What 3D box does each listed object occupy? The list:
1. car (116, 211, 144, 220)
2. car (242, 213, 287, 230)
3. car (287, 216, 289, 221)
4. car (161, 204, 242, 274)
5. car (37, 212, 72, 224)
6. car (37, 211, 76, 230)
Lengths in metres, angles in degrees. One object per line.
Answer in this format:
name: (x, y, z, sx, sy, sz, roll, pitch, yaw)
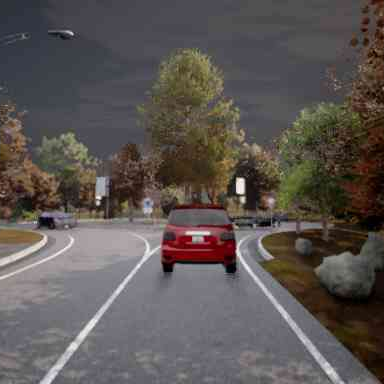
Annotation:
car: (-10.959, 4.096, 58.639, 4.902, 1.511, 2.128, 1, -4, -26)
car: (6.218, 2.704, 31.123, 4.902, 1.511, 2.128, 2, -4, -36)
car: (12.455, 3.863, 50.434, 2.033, 1.411, 5.357, 1, -4, -23)
car: (0.299, 1.418, 11.393, 2.150, 2.045, 5.566, 0, -2, 3)
car: (-19.223, 3.599, 46.768, 2.128, 1.511, 4.902, -1, -3, 11)
car: (-12.465, 2.533, 30.601, 2.097, 1.767, 4.553, 3, -4, -44)
